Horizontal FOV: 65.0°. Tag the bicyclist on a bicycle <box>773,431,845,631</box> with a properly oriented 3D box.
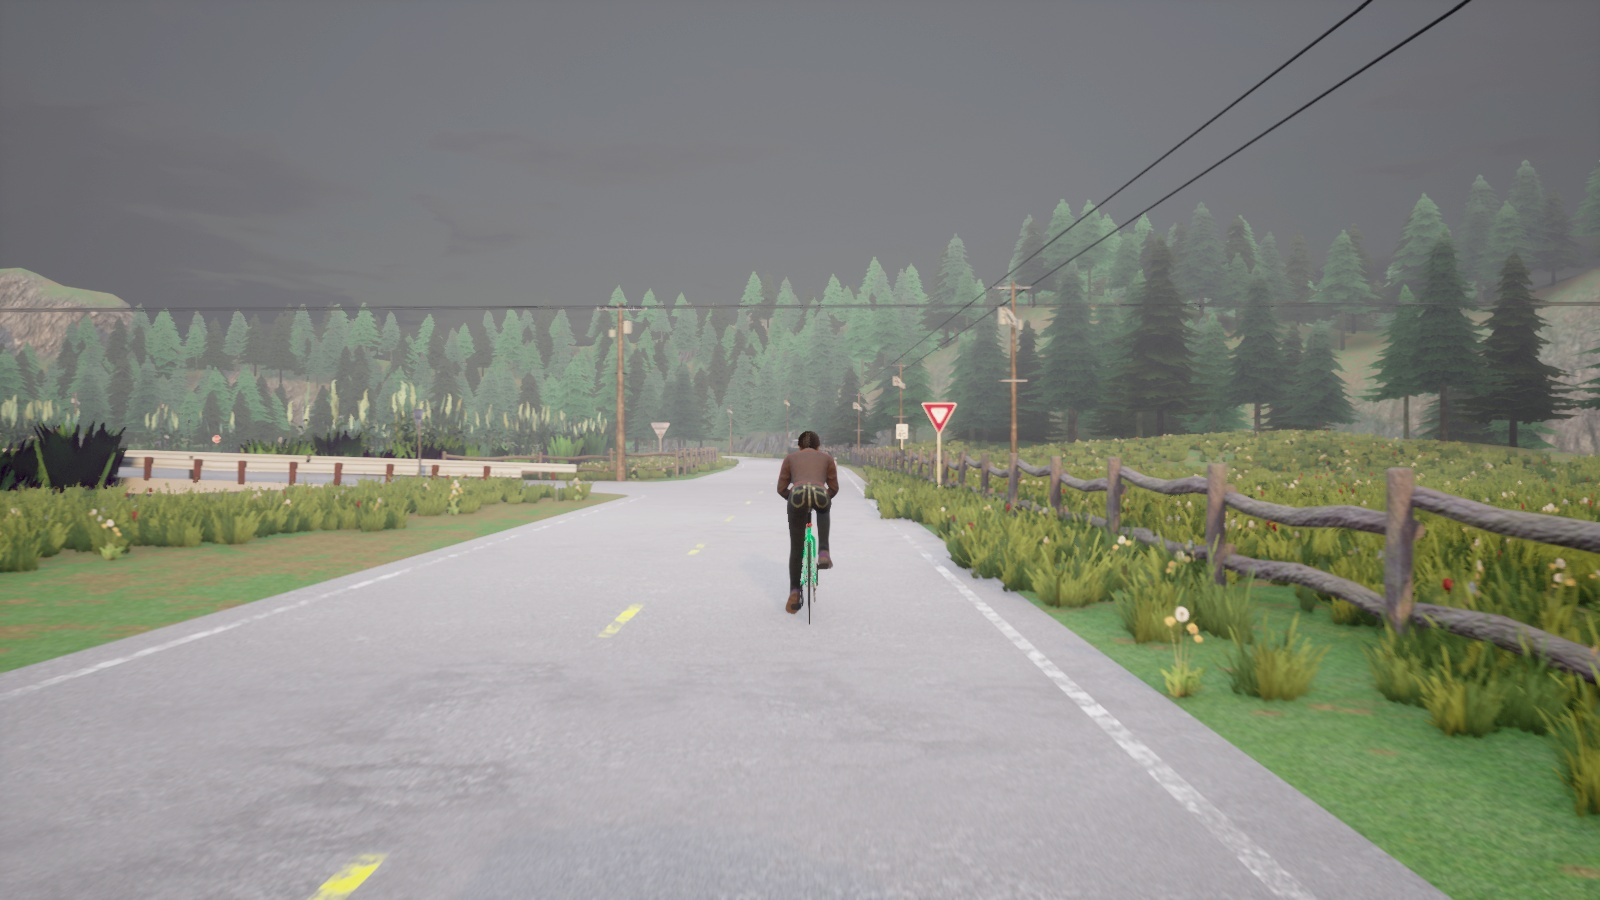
[{"bbox_3d":[0.078,0.657,11.027,0.582,1.620,1.656,0,0,0],"label":"bicyclist on a bicycle"}]
